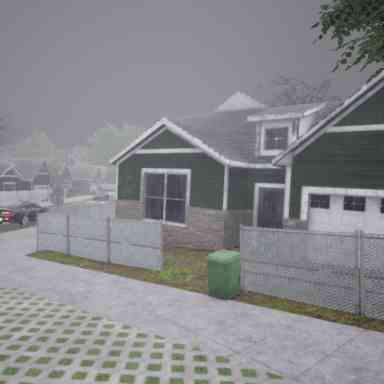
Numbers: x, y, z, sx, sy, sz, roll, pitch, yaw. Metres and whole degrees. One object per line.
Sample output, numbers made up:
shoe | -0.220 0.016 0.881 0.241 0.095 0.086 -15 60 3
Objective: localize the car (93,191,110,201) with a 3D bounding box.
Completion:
car | -14.375 0.605 52.870 1.837 1.490 4.892 3 1 -3

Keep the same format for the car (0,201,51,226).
car | -11.338 1.385 22.563 1.837 1.490 4.892 3 1 5
